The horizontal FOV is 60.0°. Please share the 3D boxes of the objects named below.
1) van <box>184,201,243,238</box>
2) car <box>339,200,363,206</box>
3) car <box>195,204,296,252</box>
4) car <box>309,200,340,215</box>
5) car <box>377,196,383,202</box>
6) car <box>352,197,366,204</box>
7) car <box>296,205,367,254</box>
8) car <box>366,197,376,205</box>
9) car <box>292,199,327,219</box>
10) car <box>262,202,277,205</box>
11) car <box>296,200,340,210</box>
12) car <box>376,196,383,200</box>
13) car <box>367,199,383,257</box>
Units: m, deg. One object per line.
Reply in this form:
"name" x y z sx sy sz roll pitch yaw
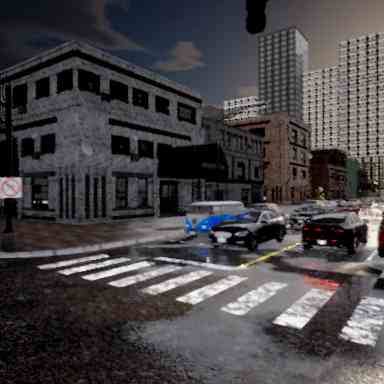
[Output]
"van" 1.236 1.371 16.987 1.690 1.788 3.998 0 0 35
"car" 13.844 1.634 30.258 1.895 1.301 4.718 0 0 35
"car" 2.504 1.513 14.292 2.128 1.511 4.902 0 0 35
"car" 14.024 1.596 35.006 2.008 1.369 4.403 0 0 35
"car" 45.994 1.674 80.057 1.887 1.381 4.507 -1 0 35
"car" 23.516 1.590 48.382 1.752 1.417 4.829 -1 0 35
"car" 5.975 1.517 13.700 1.837 1.490 4.892 -1 0 35
"car" 30.009 1.632 57.532 2.008 1.369 4.403 -1 0 35
"car" 10.827 1.480 30.503 1.967 1.590 4.097 0 0 35
"car" 4.433 1.472 21.492 1.967 1.590 4.097 0 0 35
"car" 7.983 1.517 22.015 2.128 1.511 4.902 0 0 35
"car" 42.797 1.669 75.552 2.008 1.369 4.403 -1 0 35
"car" 8.071 1.319 12.140 2.192 1.841 5.009 0 0 35
